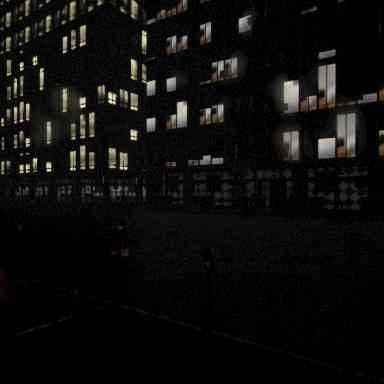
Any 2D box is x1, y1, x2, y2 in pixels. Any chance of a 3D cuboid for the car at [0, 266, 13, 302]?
[{"bbox_3d":[-5.549,1.526,6.846,4.829,1.417,1.752,0,0,36],"label":"car"}]
